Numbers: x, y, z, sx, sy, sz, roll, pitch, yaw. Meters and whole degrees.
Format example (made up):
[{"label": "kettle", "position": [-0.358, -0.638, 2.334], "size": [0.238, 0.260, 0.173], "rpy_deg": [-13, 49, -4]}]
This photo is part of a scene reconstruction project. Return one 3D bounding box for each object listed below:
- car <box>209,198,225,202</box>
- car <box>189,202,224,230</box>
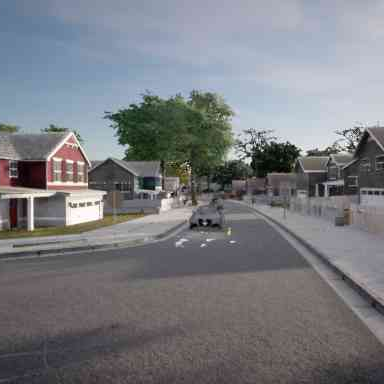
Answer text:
[{"label": "car", "position": [3.356, 1.589, 45.140], "size": [1.837, 1.490, 4.892], "rpy_deg": [0, 0, 4]}, {"label": "car", "position": [0.981, 1.582, 20.987], "size": [1.994, 1.385, 4.181], "rpy_deg": [0, 0, 7]}]
